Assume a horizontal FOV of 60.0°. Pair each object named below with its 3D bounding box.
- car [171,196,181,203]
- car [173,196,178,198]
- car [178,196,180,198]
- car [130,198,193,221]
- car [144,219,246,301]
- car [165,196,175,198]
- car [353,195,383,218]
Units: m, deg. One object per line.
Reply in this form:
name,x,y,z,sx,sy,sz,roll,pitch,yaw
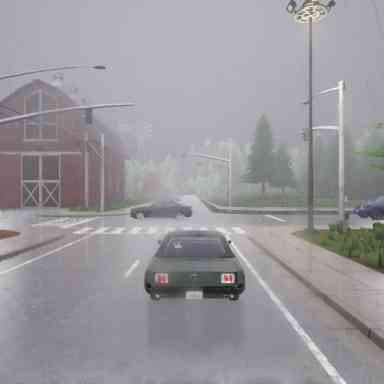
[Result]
car,-3.501,1.590,72.514,1.895,1.301,4.718,0,0,0
car,-3.593,1.505,52.134,1.837,1.490,4.892,0,0,0
car,-3.563,1.505,62.206,1.837,1.490,4.892,0,0,0
car,-2.448,1.464,26.775,5.008,1.535,1.882,0,0,-1
car,0.066,1.601,8.301,1.895,1.301,4.718,0,0,0
car,-3.599,1.564,42.112,1.994,1.385,4.181,0,0,0
car,16.232,1.195,27.106,5.566,2.045,2.150,0,0,0
